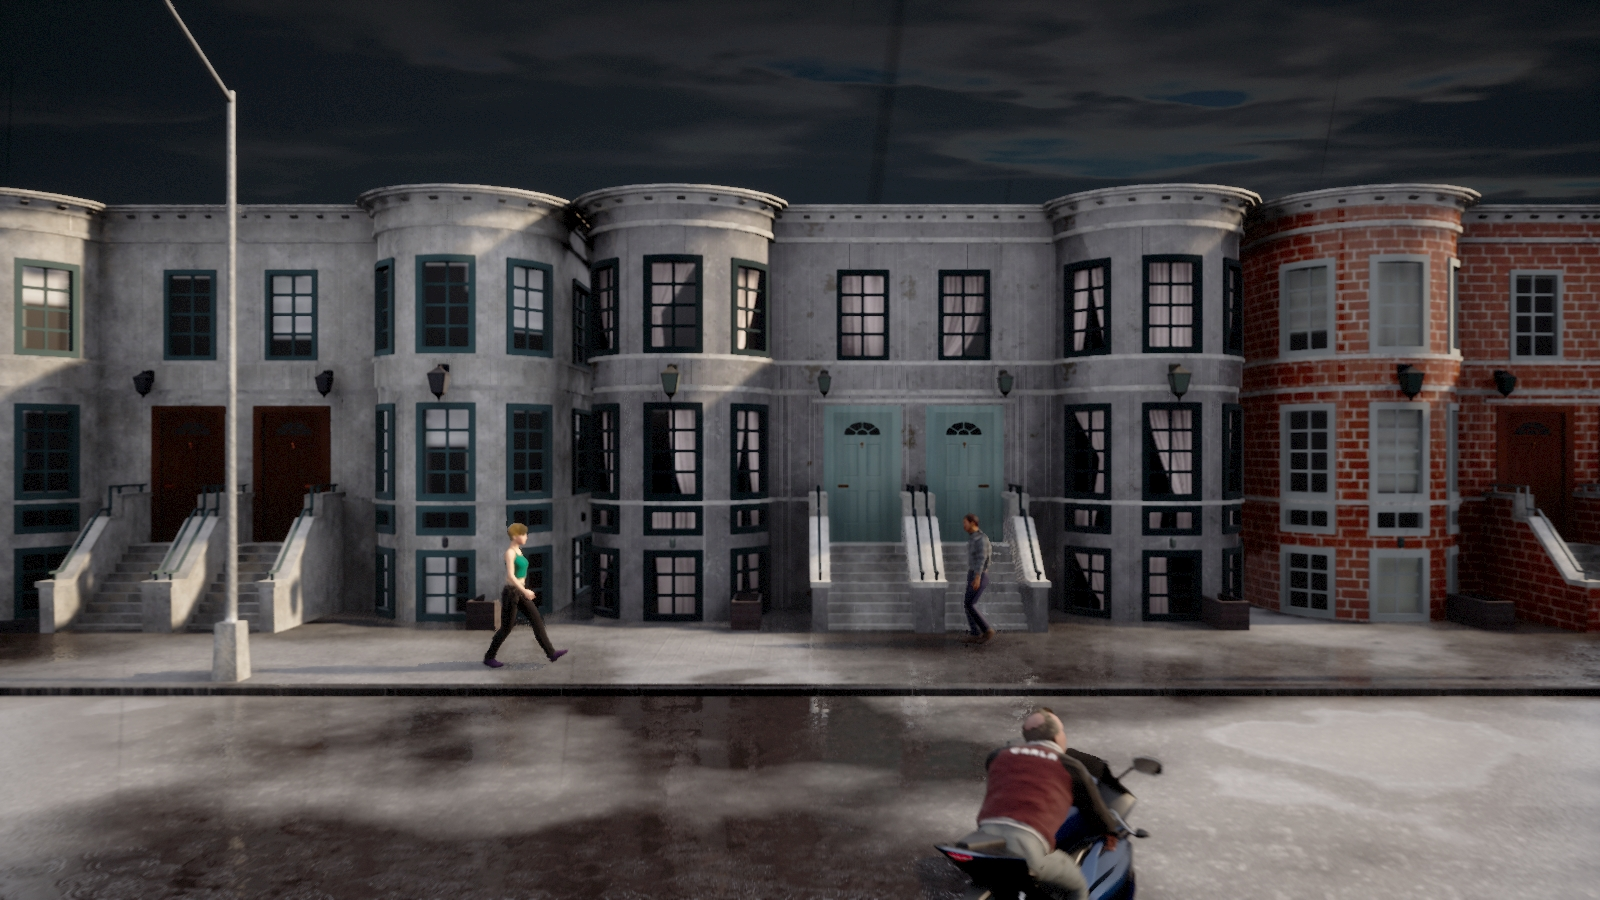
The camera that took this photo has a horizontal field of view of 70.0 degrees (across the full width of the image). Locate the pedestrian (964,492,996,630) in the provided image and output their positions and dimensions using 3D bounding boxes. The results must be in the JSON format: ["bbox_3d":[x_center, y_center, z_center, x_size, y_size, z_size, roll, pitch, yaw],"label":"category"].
[{"bbox_3d":[2.491,1.524,15.796,0.375,1.860,0.375,0,0,-2],"label":"pedestrian"}]

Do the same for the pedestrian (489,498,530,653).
[{"bbox_3d":[-3.564,1.524,14.046,0.375,1.860,0.375,0,0,7],"label":"pedestrian"}]
